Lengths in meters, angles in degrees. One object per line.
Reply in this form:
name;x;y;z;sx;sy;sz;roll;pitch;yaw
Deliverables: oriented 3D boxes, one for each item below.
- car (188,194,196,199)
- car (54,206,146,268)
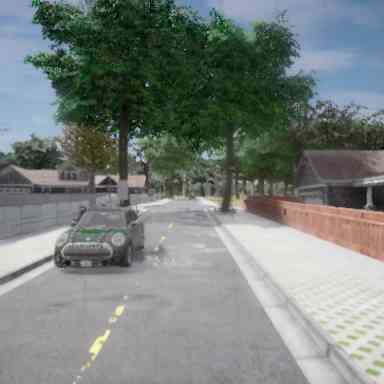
car;0.004;1.340;88.109;1.812;1.442;4.674;0;0;0
car;-2.848;1.329;11.194;2.097;1.767;4.553;0;0;0
